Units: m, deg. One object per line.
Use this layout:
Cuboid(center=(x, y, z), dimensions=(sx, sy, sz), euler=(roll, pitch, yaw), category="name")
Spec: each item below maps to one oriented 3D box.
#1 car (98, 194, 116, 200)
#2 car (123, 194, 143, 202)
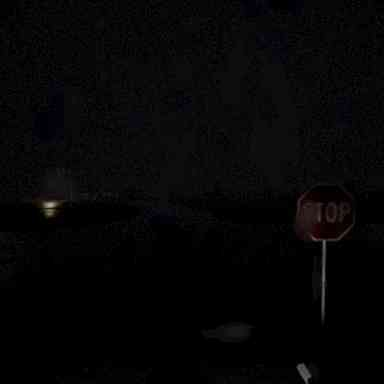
Cuboid(center=(-17.684, 1.074, 68.384), dimensions=(4.718, 1.301, 1.895), euler=(-1, 1, 42), category="car")
Cuboid(center=(-10.800, 1.019, 60.530), dimensions=(1.882, 1.535, 5.008), euler=(-2, 1, -37), category="car")
